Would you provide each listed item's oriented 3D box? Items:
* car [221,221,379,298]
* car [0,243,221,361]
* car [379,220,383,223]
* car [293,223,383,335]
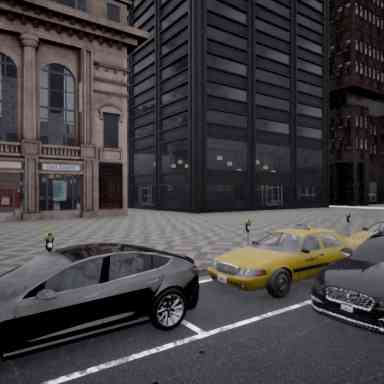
[{"bbox_3d":[2.604,1.525,8.488,4.829,1.417,1.752,0,0,-35],"label":"car"},{"bbox_3d":[-1.858,1.566,5.322,4.313,1.339,1.947,0,0,-35],"label":"car"},{"bbox_3d":[7.205,1.525,11.751,4.829,1.417,1.752,0,0,-35],"label":"car"},{"bbox_3d":[4.319,1.504,6.435,4.892,1.490,1.837,0,0,-35],"label":"car"}]
